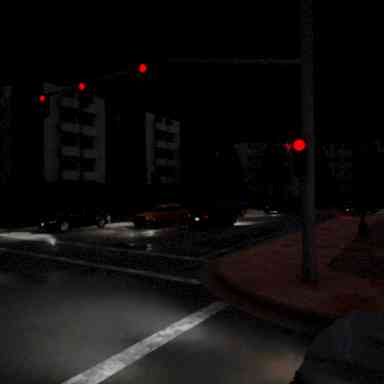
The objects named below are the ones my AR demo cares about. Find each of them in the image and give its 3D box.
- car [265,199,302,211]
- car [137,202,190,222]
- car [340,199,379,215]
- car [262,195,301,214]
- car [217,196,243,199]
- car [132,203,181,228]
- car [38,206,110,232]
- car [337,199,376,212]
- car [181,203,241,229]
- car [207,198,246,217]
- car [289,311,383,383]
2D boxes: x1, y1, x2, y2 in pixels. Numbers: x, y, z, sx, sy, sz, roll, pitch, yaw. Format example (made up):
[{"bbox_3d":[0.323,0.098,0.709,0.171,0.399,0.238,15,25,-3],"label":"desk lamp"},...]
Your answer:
[{"bbox_3d":[12.208,1.679,44.413,5.008,1.535,1.882,0,-1,-32],"label":"car"},{"bbox_3d":[-2.432,1.739,29.939,2.128,1.511,4.902,-1,-1,35],"label":"car"},{"bbox_3d":[18.027,1.579,35.577,4.892,1.490,1.837,0,-1,-33],"label":"car"},{"bbox_3d":[10.652,1.400,39.117,5.566,2.045,2.150,0,-1,-37],"label":"car"},{"bbox_3d":[3.903,1.459,37.818,5.566,2.045,2.150,0,0,-45],"label":"car"},{"bbox_3d":[-2.171,1.679,24.185,1.882,1.535,5.008,-1,-1,34],"label":"car"},{"bbox_3d":[-7.712,1.750,22.208,1.837,1.490,4.892,-1,-1,35],"label":"car"},{"bbox_3d":[20.231,1.616,40.800,4.674,1.442,1.812,0,-1,-27],"label":"car"},{"bbox_3d":[1.421,1.720,23.100,1.994,1.385,4.181,-1,-1,33],"label":"car"},{"bbox_3d":[3.306,1.678,31.753,1.882,1.535,5.008,-1,-1,39],"label":"car"},{"bbox_3d":[3.040,1.583,1.984,4.718,1.301,1.895,-1,-1,39],"label":"car"}]
